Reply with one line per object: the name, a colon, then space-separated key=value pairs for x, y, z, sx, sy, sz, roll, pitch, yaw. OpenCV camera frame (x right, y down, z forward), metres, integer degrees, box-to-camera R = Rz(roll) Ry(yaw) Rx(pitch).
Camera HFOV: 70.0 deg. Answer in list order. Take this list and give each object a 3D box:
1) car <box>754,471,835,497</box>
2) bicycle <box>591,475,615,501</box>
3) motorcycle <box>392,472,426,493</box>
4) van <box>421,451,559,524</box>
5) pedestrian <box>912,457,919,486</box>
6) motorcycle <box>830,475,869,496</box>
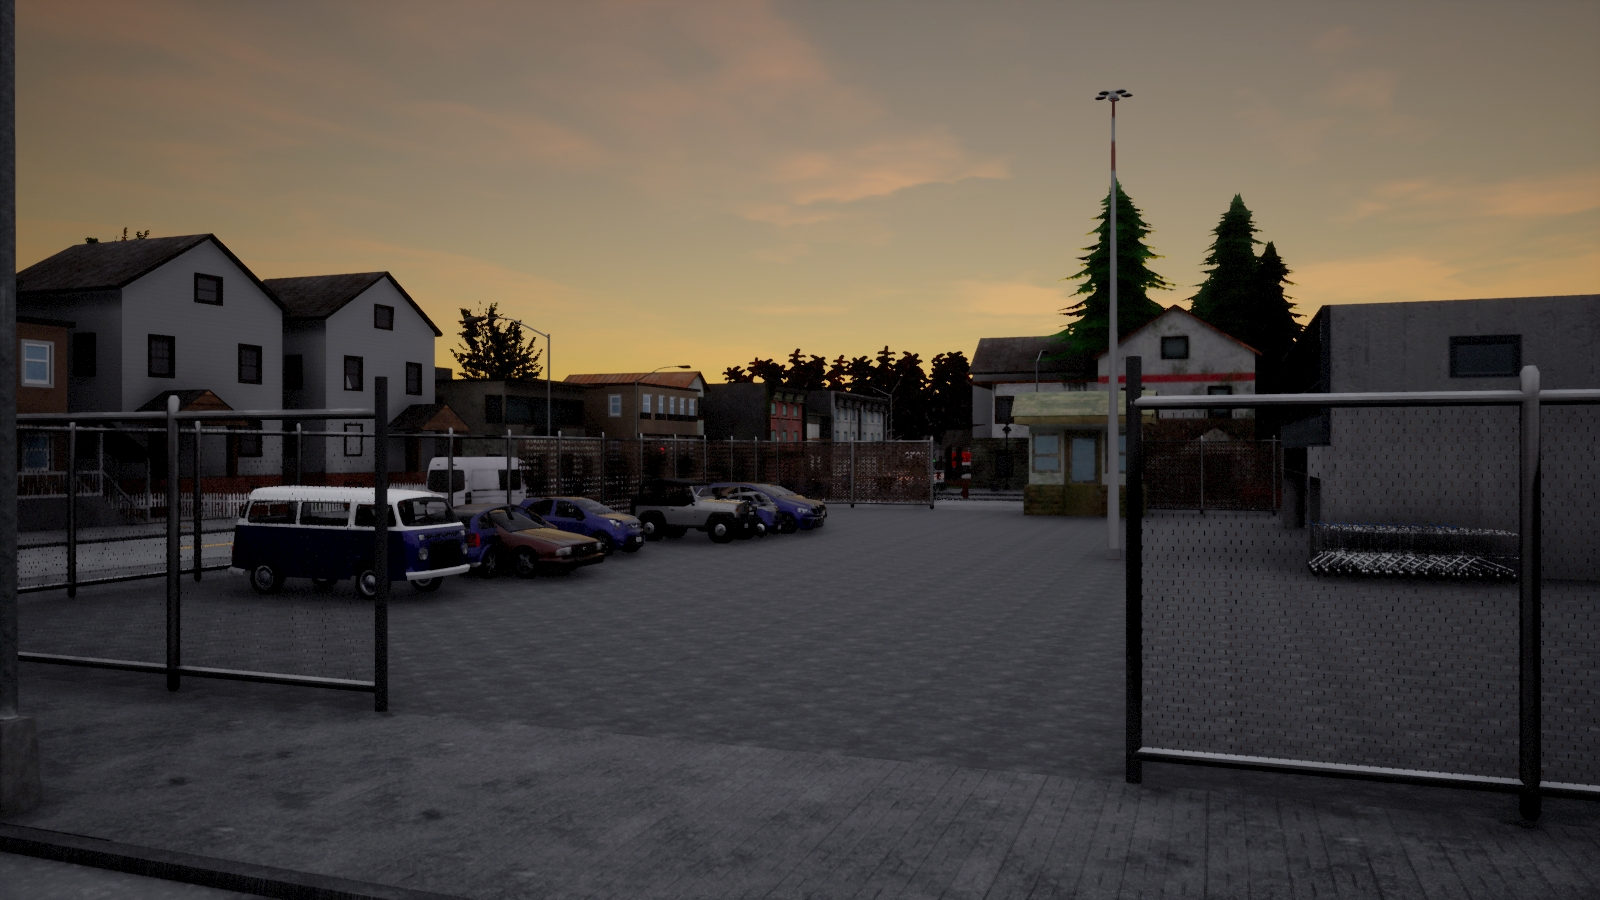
car: x=-0.298 y=1.903 z=64.976 sx=4.181 sy=1.385 sz=1.994 roll=0 pitch=0 yaw=14
bicycle: x=-10.086 y=1.941 z=58.506 sx=0.373 sy=1.296 sz=1.643 roll=1 pitch=1 yaw=24
motorcycle: x=-23.725 y=1.969 z=69.356 sx=1.805 sy=1.236 sz=0.856 roll=0 pitch=0 yaw=19
van: x=-11.617 y=1.319 z=43.358 sx=1.988 sy=2.561 sz=5.915 roll=0 pitch=0 yaw=20
pedestrian: x=7.419 y=1.403 z=73.382 sx=0.375 sy=1.860 sz=0.375 roll=0 pitch=0 yaw=-15
motorcycle: x=2.783 y=1.996 z=64.097 sx=2.033 sy=1.145 sz=0.803 roll=0 pitch=0 yaw=20
